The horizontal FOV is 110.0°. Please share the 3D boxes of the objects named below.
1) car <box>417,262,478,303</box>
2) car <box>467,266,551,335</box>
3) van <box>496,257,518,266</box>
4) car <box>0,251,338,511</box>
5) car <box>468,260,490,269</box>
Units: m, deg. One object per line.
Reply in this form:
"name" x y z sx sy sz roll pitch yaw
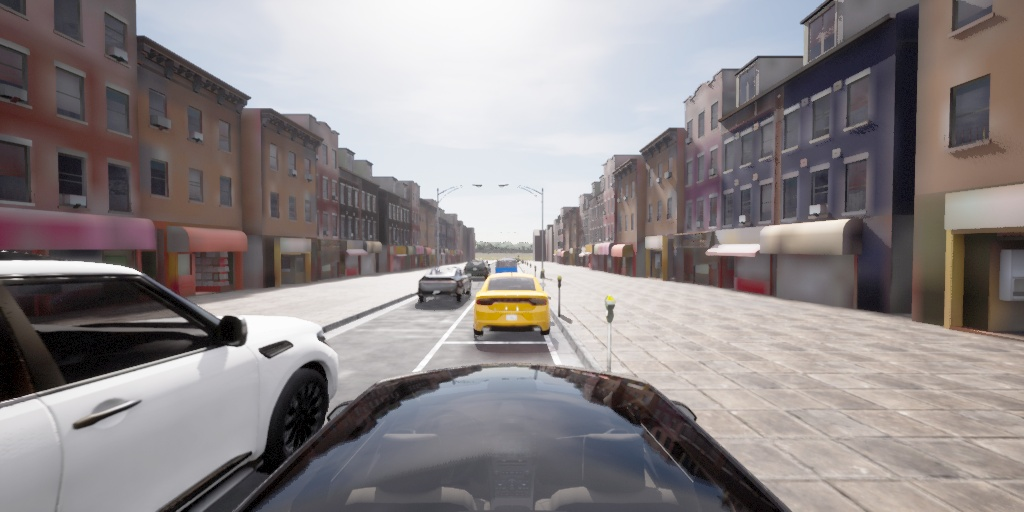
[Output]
"car" -3.017 1.237 16.728 2.128 1.511 4.902 0 0 0
"car" -0.006 1.224 10.502 1.882 1.535 5.008 0 0 0
"van" -0.384 1.081 27.392 1.690 1.789 3.998 0 0 0
"car" -3.020 0.973 1.656 2.150 2.045 5.566 0 0 0
"car" -3.018 1.089 31.506 2.097 1.767 4.553 0 0 0
